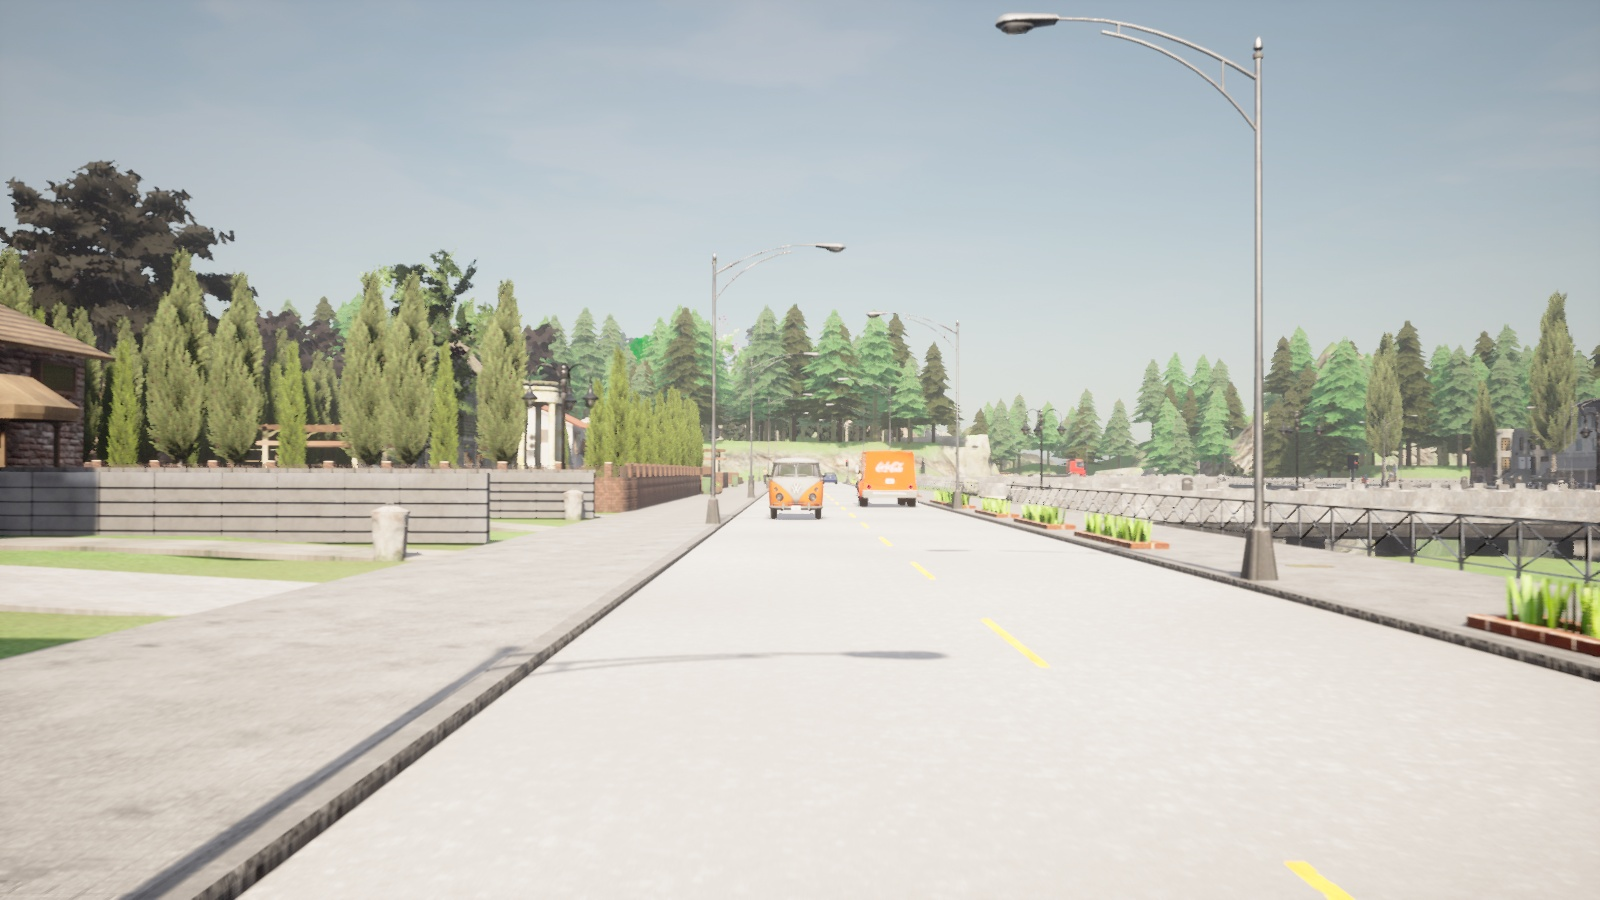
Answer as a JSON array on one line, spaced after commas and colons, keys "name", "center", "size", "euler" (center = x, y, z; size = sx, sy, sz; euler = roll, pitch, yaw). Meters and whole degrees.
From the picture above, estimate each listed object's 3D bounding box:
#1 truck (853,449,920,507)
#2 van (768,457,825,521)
[{"name": "truck", "center": [3.862, 1.265, 57.073], "size": [2.627, 2.467, 5.204], "euler": [0, -1, -1]}, {"name": "van", "center": [-0.112, 1.262, 41.470], "size": [1.775, 1.987, 4.442], "euler": [0, -1, 0]}]
